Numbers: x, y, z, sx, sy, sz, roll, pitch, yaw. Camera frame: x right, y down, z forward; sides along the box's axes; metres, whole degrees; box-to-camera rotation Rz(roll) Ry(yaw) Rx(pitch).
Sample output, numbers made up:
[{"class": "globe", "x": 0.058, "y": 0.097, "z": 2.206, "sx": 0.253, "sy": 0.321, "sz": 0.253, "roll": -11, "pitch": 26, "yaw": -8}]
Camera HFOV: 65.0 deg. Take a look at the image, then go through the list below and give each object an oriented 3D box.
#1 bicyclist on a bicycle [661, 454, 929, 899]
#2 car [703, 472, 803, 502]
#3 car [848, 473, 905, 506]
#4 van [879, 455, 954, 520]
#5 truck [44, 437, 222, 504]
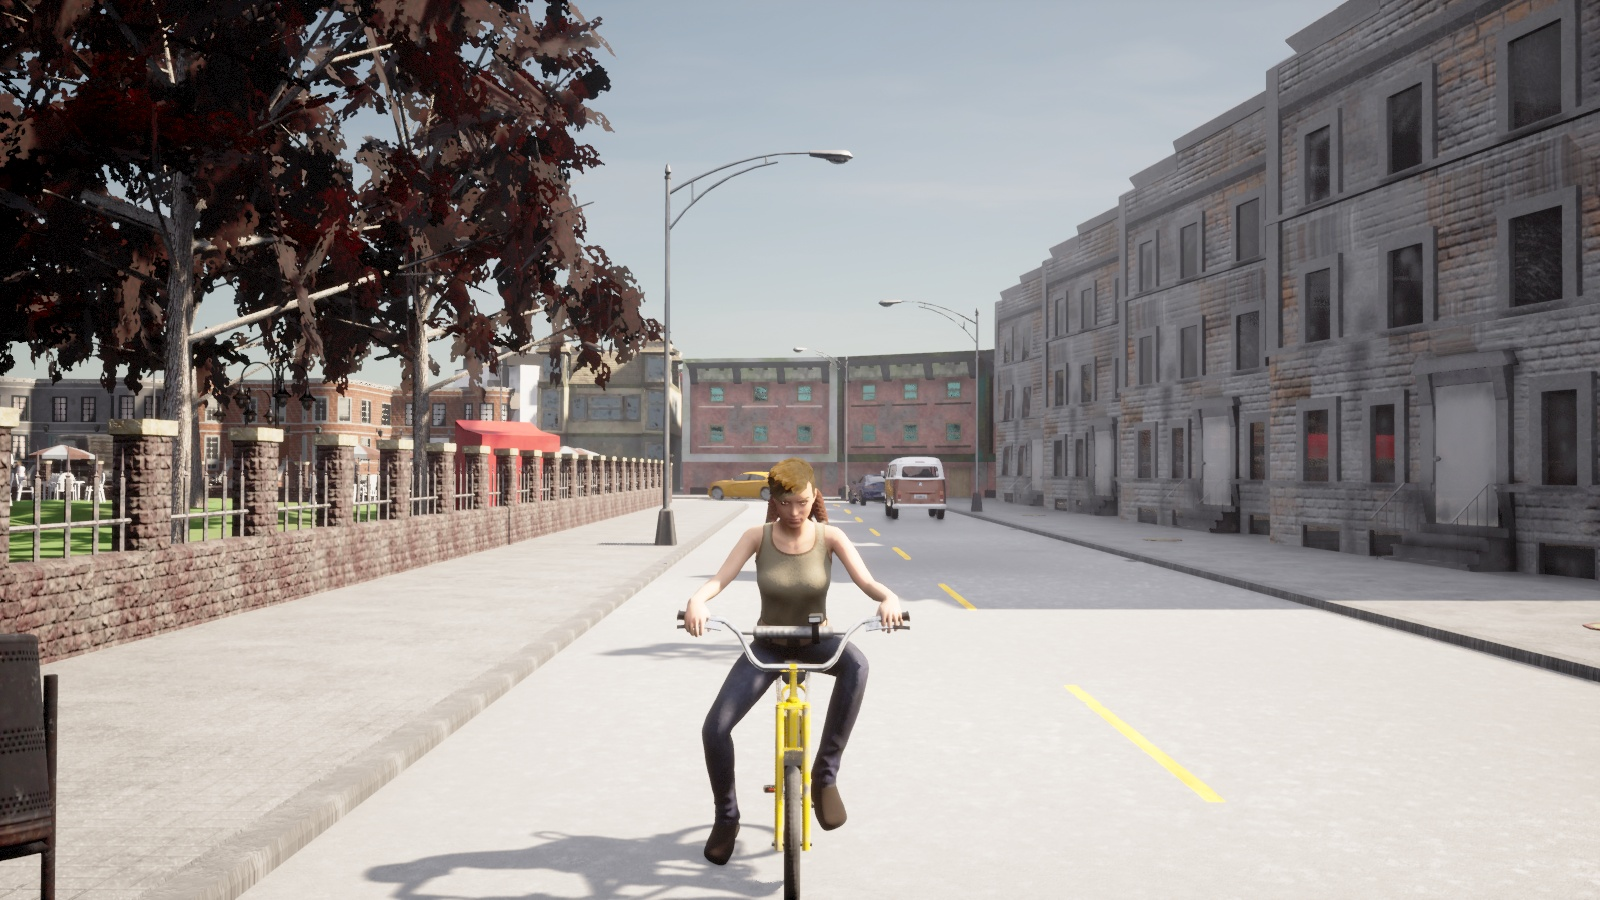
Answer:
[{"class": "bicyclist on a bicycle", "x": -0.019, "y": 0.832, "z": 4.833, "sx": 0.866, "sy": 1.612, "sz": 1.509, "roll": 0, "pitch": -1, "yaw": 0}, {"class": "car", "x": -2.498, "y": 1.906, "z": 65.774, "sx": 5.008, "sy": 1.535, "sz": 1.882, "roll": -1, "pitch": -1, "yaw": 31}, {"class": "car", "x": 3.489, "y": 1.805, "z": 58.318, "sx": 1.812, "sy": 1.442, "sz": 4.674, "roll": 0, "pitch": -1, "yaw": -7}, {"class": "van", "x": 3.851, "y": 1.231, "z": 42.248, "sx": 2.069, "sy": 2.038, "sz": 4.480, "roll": 0, "pitch": -1, "yaw": 0}, {"class": "truck", "x": -35.378, "y": 1.094, "z": 66.835, "sx": 7.936, "sy": 3.462, "sz": 2.891, "roll": 0, "pitch": -1, "yaw": 0}]
